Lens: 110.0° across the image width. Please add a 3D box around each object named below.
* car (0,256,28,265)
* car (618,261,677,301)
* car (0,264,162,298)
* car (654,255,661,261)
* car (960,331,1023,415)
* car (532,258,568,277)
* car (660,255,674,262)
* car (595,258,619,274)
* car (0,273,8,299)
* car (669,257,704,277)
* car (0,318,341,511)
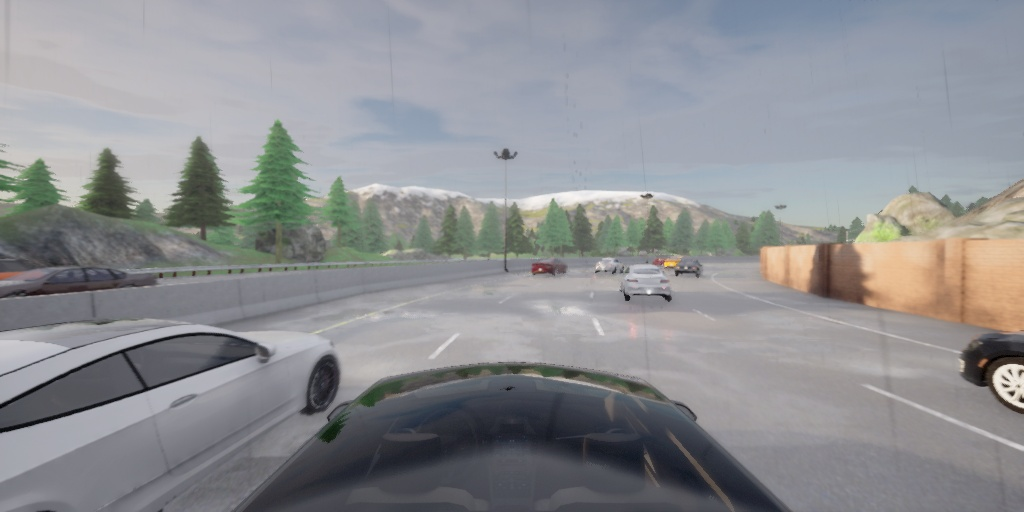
[{"bbox_3d":[-20.098,0.898,12.696,2.097,1.767,4.553,0,1,8],"label":"car"},{"bbox_3d":[5.916,1.116,16.129,1.812,1.442,4.674,0,1,15],"label":"car"},{"bbox_3d":[-16.511,1.100,13.256,2.033,1.411,5.357,0,1,8],"label":"car"},{"bbox_3d":[21.041,0.590,48.579,4.553,1.767,2.097,0,1,-43],"label":"car"},{"bbox_3d":[7.190,1.264,2.965,1.837,1.490,4.892,0,1,2],"label":"car"},{"bbox_3d":[3.287,0.883,30.342,1.882,1.535,5.008,0,1,25],"label":"car"},{"bbox_3d":[19.350,0.796,41.643,1.882,1.535,5.008,0,0,42],"label":"car"},{"bbox_3d":[9.292,0.905,34.084,1.812,1.442,4.674,0,1,30],"label":"car"},{"bbox_3d":[-13.672,1.205,6.838,1.994,1.385,4.181,0,1,4],"label":"car"},{"bbox_3d":[15.318,0.985,30.913,2.033,1.411,5.357,1,1,32],"label":"car"},{"bbox_3d":[-3.287,1.249,2.953,1.812,1.442,4.674,0,1,2],"label":"car"}]
